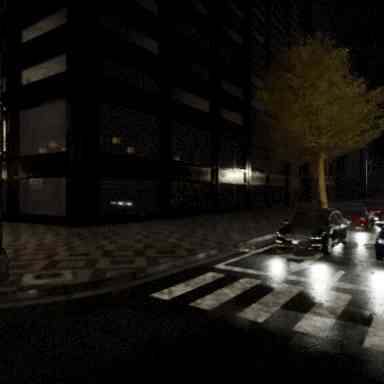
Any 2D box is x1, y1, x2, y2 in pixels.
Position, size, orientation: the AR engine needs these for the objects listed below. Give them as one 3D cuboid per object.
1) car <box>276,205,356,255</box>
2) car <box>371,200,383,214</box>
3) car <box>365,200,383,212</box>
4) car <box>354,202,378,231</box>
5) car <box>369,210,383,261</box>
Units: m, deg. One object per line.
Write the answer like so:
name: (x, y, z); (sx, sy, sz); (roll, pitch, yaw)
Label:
car: (4.979, 1.474, 13.382); (1.837, 1.490, 4.892); (0, 0, 36)
car: (20.823, 1.562, 35.984); (1.895, 1.301, 4.718); (0, 0, 35)
car: (15.023, 1.489, 27.741); (1.812, 1.442, 4.674); (0, 0, 35)
car: (10.064, 1.530, 20.685); (1.994, 1.385, 4.181); (0, 0, 34)
car: (7.607, 1.499, 11.487); (1.812, 1.442, 4.674); (0, 0, 37)
